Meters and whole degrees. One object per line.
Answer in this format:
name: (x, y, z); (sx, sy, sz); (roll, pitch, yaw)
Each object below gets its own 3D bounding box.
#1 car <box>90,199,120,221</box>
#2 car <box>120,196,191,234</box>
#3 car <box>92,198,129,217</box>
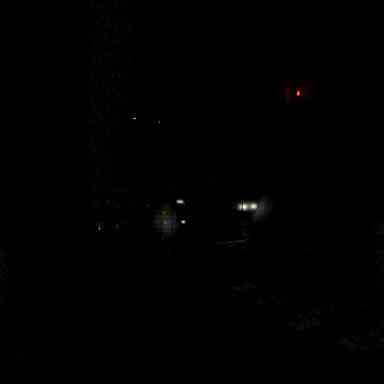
car: (-8.170, 1.596, 28.923); (1.882, 1.535, 5.008); (0, 0, -35)
car: (-2.080, 1.294, 20.399); (2.150, 2.045, 5.566); (0, 0, -36)
car: (-8.517, 1.489, 34.482); (2.097, 1.767, 4.553); (0, 0, -36)
